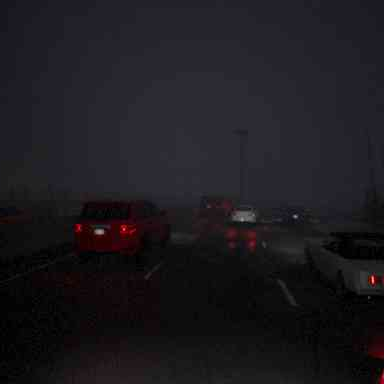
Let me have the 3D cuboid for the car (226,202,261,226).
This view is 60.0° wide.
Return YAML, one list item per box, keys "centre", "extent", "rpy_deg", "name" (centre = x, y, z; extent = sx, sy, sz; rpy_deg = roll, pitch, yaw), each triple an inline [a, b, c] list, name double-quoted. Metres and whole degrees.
- centre: [4.025, 1.655, 24.627]
  extent: [1.812, 1.442, 4.674]
  rpy_deg: [0, 0, 16]
  name: "car"

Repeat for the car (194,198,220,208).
- centre: [2.576, 1.802, 55.241]
  extent: [2.128, 1.511, 4.902]
  rpy_deg: [0, 0, 33]
  name: "car"

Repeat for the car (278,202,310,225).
- centre: [7.861, 1.708, 25.210]
  extent: [1.994, 1.385, 4.181]
  rpy_deg: [0, 0, 17]
  name: "car"

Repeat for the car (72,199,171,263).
- centre: [-2.318, 1.274, 12.403]
  extent: [2.150, 2.045, 5.566]
  rpy_deg: [0, 0, 8]
  name: "car"

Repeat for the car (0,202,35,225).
- centre: [-9.238, 1.392, 14.282]
  extent: [2.097, 1.767, 4.553]
  rpy_deg: [0, 0, 9]
  name: "car"

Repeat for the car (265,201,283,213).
- centre: [10.376, 1.771, 40.410]
  extent: [2.033, 1.411, 5.357]
  rpy_deg: [0, 0, 27]
  name: "car"

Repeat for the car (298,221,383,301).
- centre: [4.188, 1.654, 8.287]
  extent: [1.895, 1.301, 4.718]
  rpy_deg: [0, 0, 6]
  name: "car"

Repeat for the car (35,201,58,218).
- centre: [-13.422, 1.569, 27.941]
  extent: [1.882, 1.535, 5.008]
  rpy_deg: [0, 0, 16]
  name: "car"

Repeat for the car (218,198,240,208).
- centre: [6.074, 1.747, 54.200]
  extent: [1.994, 1.385, 4.181]
  rpy_deg: [0, 0, 33]
  name: "car"

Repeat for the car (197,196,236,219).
- centre: [2.322, 1.374, 30.769]
  extent: [2.150, 2.045, 5.566]
  rpy_deg: [0, 0, 20]
  name: "car"
